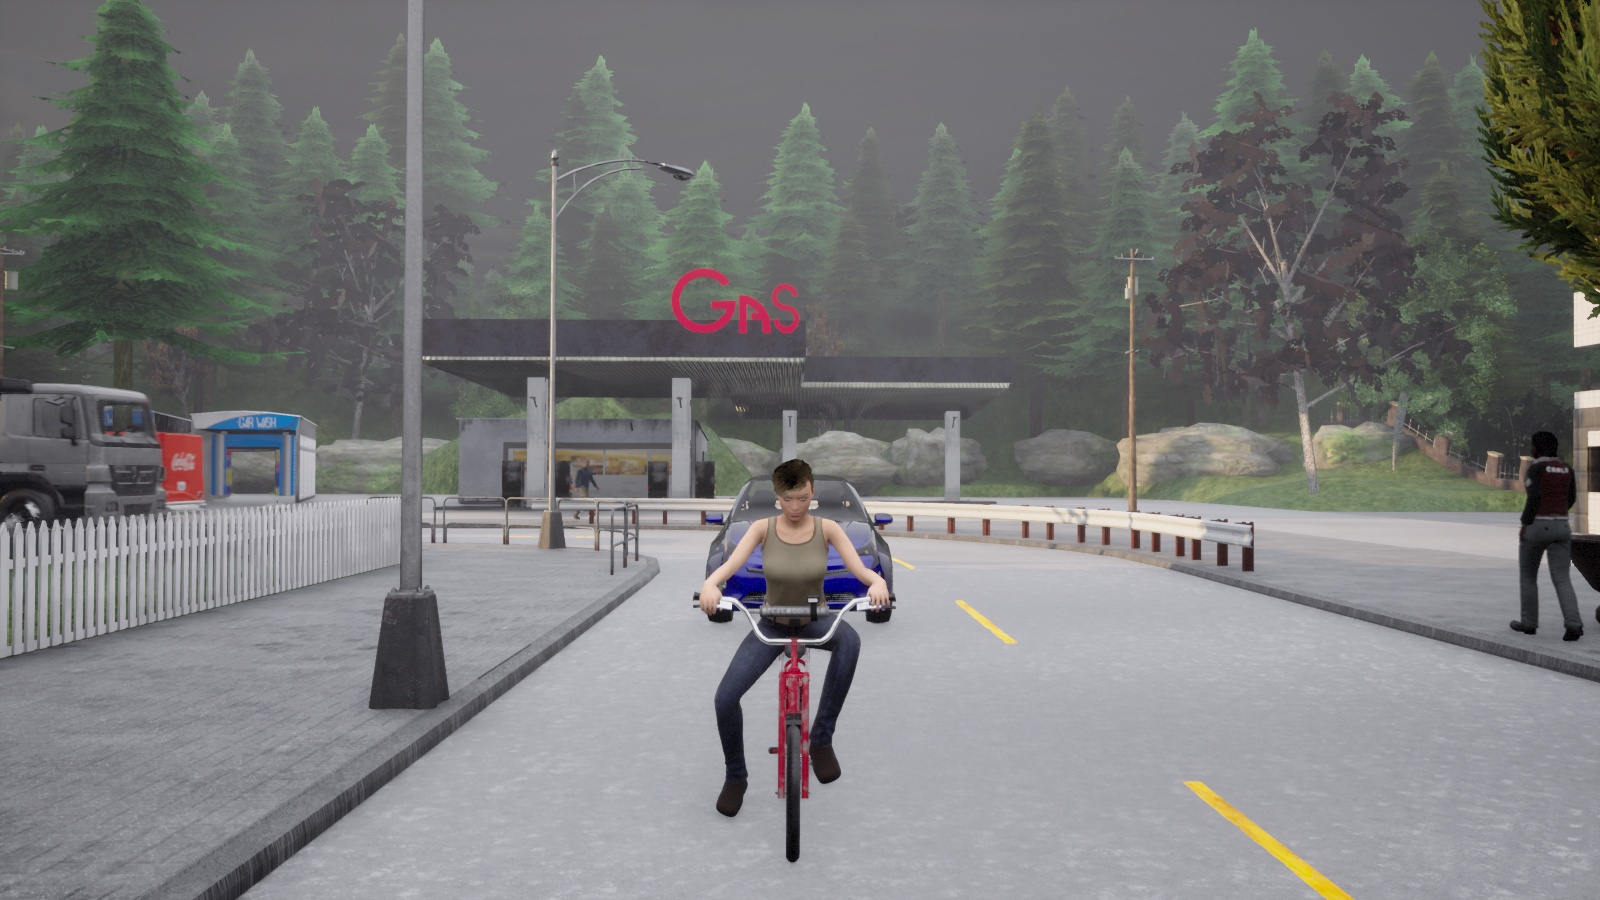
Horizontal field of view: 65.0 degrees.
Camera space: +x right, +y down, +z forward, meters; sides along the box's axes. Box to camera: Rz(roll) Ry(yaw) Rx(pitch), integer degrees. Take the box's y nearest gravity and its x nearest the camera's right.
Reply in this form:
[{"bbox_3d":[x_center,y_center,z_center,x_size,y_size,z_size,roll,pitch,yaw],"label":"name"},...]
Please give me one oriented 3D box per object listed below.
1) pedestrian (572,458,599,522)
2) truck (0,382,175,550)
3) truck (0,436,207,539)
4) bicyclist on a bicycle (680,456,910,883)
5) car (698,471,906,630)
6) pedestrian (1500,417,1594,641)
[{"bbox_3d":[-6.288,1.166,36.807,0.726,1.842,0.402,-1,-1,34],"label":"pedestrian"},{"bbox_3d":[-18.332,0.365,27.412,7.936,3.462,2.891,0,-1,0],"label":"truck"},{"bbox_3d":[-18.051,0.926,31.408,5.204,2.467,2.627,0,-1,0],"label":"truck"},{"bbox_3d":[-0.018,0.844,5.523,0.866,1.612,1.509,0,-1,0],"label":"bicyclist on a bicycle"},{"bbox_3d":[-0.022,1.002,14.357,2.007,1.525,4.514,0,-1,-1],"label":"car"},{"bbox_3d":[6.629,0.685,11.168,0.402,1.930,0.666,0,-1,-2],"label":"pedestrian"}]
